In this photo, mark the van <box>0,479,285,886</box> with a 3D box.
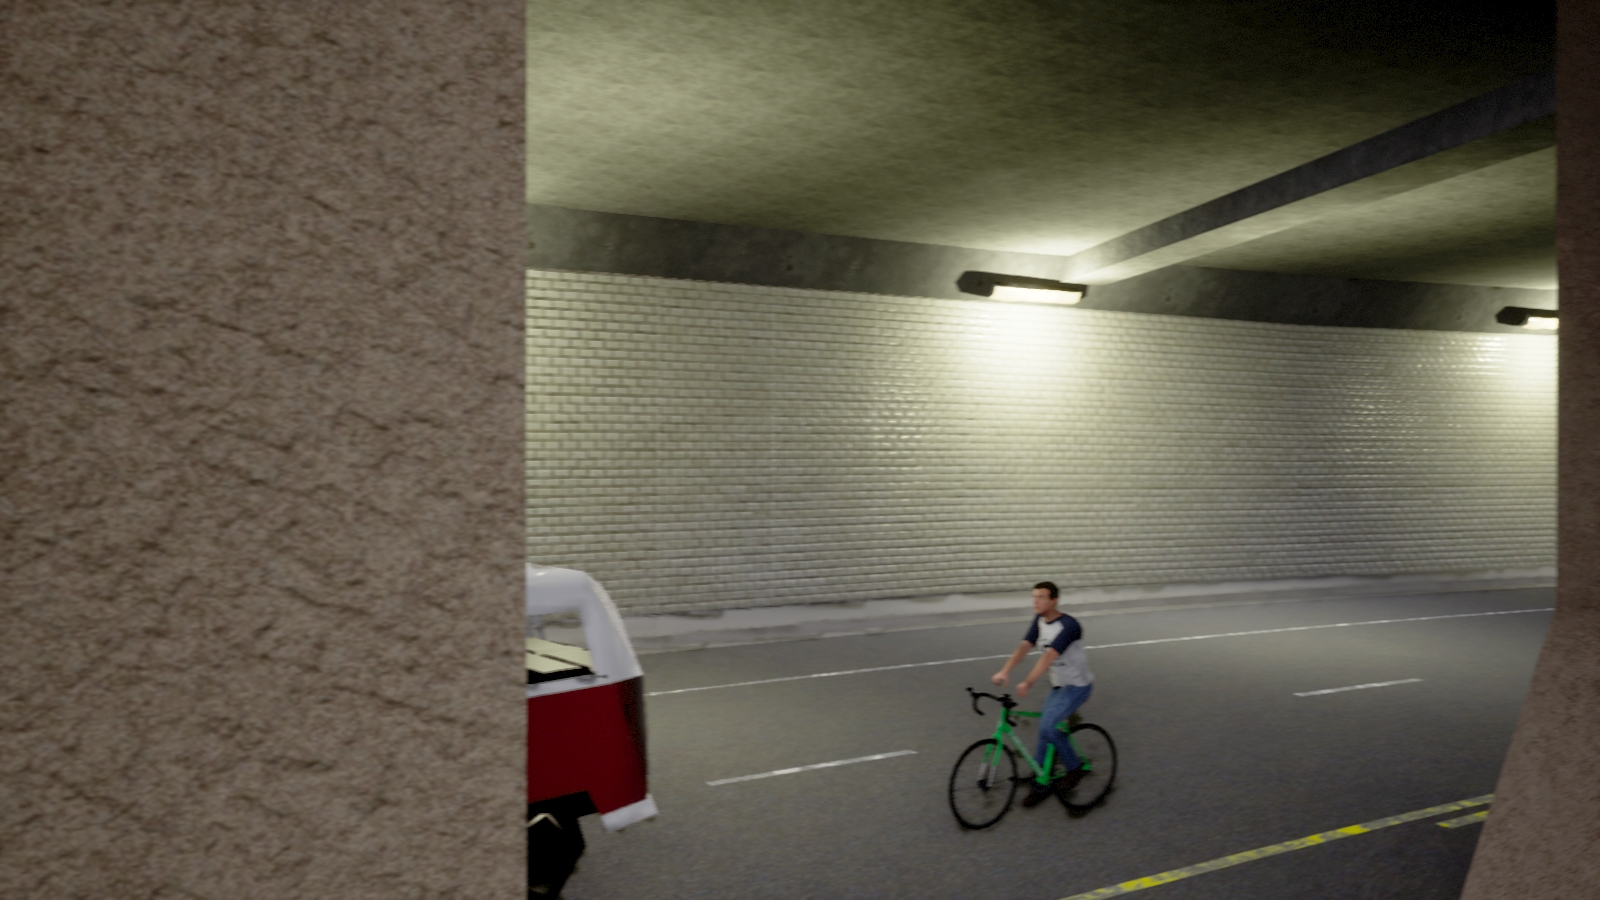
[{"bbox_3d":[-6.754,1.530,7.490,5.915,2.561,1.988,0,0,-34],"label":"van"}]

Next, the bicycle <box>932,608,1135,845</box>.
[{"bbox_3d":[1.788,2.042,8.666,1.643,1.521,0.373,0,0,-28],"label":"bicycle"}]

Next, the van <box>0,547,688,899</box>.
[{"bbox_3d":[-3.096,1.780,6.724,4.480,2.038,2.069,0,0,-41],"label":"van"}]
